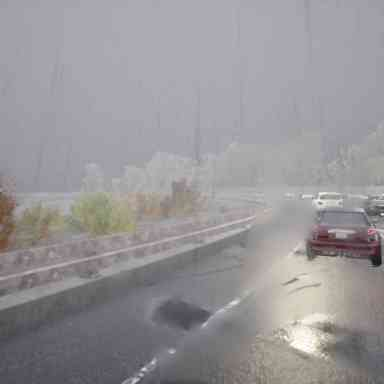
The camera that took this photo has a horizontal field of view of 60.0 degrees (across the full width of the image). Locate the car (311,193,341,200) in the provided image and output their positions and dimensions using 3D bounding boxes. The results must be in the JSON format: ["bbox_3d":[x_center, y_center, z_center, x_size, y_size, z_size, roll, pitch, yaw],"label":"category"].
[{"bbox_3d":[12.027,1.091,29.753,2.150,2.045,5.566,0,0,15],"label":"car"}]

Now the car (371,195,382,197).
[{"bbox_3d":[31.986,1.258,57.644,1.837,1.490,4.892,-1,0,38],"label":"car"}]

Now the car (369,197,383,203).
[{"bbox_3d":[14.873,1.388,27.015,1.837,1.490,4.892,0,0,17],"label":"car"}]

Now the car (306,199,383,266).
[{"bbox_3d":[5.348,1.300,11.703,2.097,1.767,4.553,0,0,26],"label":"car"}]
